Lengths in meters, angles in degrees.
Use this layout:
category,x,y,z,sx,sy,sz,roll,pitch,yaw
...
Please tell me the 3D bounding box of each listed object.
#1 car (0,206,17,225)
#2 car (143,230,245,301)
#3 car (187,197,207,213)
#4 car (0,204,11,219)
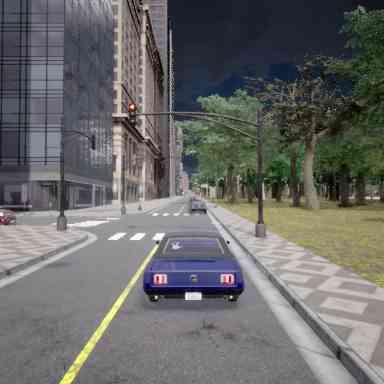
category,x,y,z,sx,sy,sz,roll,pitch,yaw
car,-13.491,1.371,21.284,4.097,1.590,1.967,0,-2,-1
car,0.023,1.607,8.262,1.895,1.301,4.718,0,0,0
car,0.500,1.619,37.937,2.033,1.411,5.357,0,0,-5
car,-18.935,1.726,29.808,4.313,1.339,1.947,0,-1,0
